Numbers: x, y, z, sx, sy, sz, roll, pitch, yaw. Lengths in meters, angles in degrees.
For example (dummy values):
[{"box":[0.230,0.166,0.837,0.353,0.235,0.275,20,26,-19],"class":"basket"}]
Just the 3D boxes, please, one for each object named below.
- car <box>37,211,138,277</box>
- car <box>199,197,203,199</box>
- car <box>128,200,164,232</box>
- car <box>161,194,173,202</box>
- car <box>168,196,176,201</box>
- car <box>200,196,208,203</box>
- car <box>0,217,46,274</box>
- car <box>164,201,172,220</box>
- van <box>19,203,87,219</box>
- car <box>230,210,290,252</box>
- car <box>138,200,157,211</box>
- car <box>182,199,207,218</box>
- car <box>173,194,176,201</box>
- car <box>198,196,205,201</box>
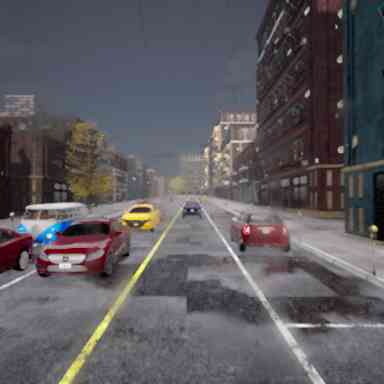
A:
[{"box":[-3.084,1.548,10.407,1.812,1.442,4.674,0,0,0],"class":"car"},{"box":[0.050,1.659,43.912,1.994,1.385,4.181,0,0,1],"class":"car"},{"box":[-3.077,1.522,20.803,1.882,1.535,5.008,0,0,0],"class":"car"},{"box":[-5.644,1.596,70.874,1.967,1.590,4.097,1,0,0],"class":"car"},{"box":[-5.636,1.777,93.621,1.947,1.339,4.313,1,0,0],"class":"car"},{"box":[2.737,1.695,76.788,1.752,1.417,4.829,1,0,0],"class":"car"},{"box":[-5.673,1.563,8.320,1.887,1.381,4.507,1,0,0],"class":"car"},{"box":[-2.989,1.672,26.695,2.033,1.411,5.357,0,0,0],"class":"car"},{"box":[-5.666,1.371,14.008,1.690,1.788,3.998,1,0,0],"class":"van"},{"box":[2.712,1.470,14.065,1.967,1.590,4.097,1,0,0],"class":"car"},{"box":[-5.659,1.674,42.441,1.802,1.307,4.206,1,0,0],"class":"car"},{"box":[0.015,1.613,30.498,2.033,1.411,5.357,0,0,0],"class":"car"},{"box":[-5.641,1.749,82.248,1.947,1.339,4.313,1,0,0],"class":"car"},{"box":[2.744,1.793,93.678,1.802,1.307,4.206,1,0,0],"class":"car"}]
